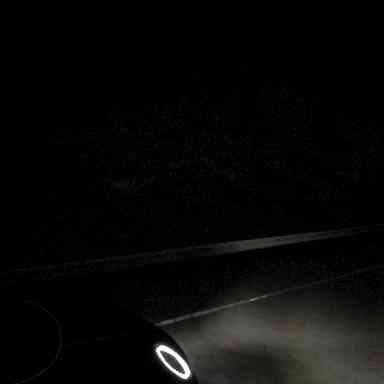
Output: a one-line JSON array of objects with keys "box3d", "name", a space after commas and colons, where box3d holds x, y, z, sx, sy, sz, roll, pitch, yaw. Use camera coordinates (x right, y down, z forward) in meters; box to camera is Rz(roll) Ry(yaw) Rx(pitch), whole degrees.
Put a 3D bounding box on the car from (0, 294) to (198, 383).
[{"box3d": [-2.122, 1.353, 2.165, 4.553, 1.767, 2.097, 0, 0, -36], "name": "car"}]
